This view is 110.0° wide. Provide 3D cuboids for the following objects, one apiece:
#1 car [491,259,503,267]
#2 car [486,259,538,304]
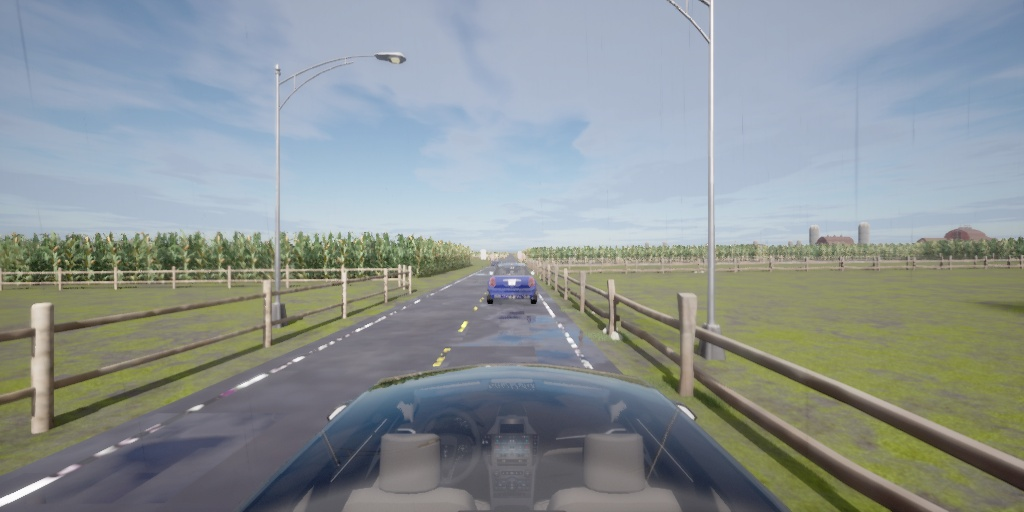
[{"bbox_3d":[-2.750,1.286,65.150,1.994,1.385,4.181,0,0,0],"label":"car"},{"bbox_3d":[0.000,1.109,16.471,2.097,1.767,4.553,0,0,0],"label":"car"}]
